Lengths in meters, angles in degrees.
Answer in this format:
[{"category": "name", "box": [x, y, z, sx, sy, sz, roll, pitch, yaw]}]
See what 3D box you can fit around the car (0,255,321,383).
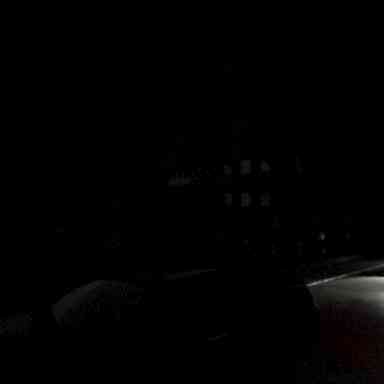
[{"category": "car", "box": [-0.472, 1.526, 3.648, 4.674, 1.442, 1.812, 0, 0, -35]}]
